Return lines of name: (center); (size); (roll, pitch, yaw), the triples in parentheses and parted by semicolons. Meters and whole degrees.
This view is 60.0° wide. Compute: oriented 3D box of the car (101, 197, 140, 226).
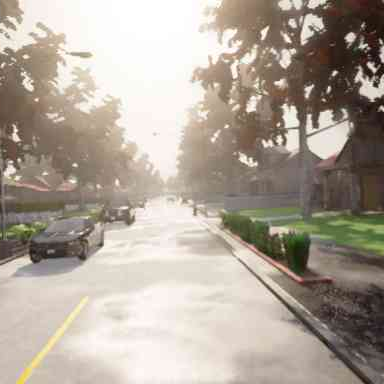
car: (-5.699, 1.497, 25.992); (2.150, 2.045, 5.566); (-3, 0, -4)

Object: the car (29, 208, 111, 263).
car: (-4.855, 1.716, 13.535); (1.882, 1.535, 5.008); (-3, 0, -4)

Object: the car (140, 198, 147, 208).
car: (-6.636, 1.466, 41.313); (1.837, 1.490, 4.892); (-3, 0, -4)

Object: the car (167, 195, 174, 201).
car: (-6.210, 1.640, 94.794); (1.994, 1.385, 4.181); (-3, 0, -4)

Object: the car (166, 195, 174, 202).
car: (-5.530, 1.770, 84.780); (1.994, 1.385, 4.181); (-3, 0, -4)
